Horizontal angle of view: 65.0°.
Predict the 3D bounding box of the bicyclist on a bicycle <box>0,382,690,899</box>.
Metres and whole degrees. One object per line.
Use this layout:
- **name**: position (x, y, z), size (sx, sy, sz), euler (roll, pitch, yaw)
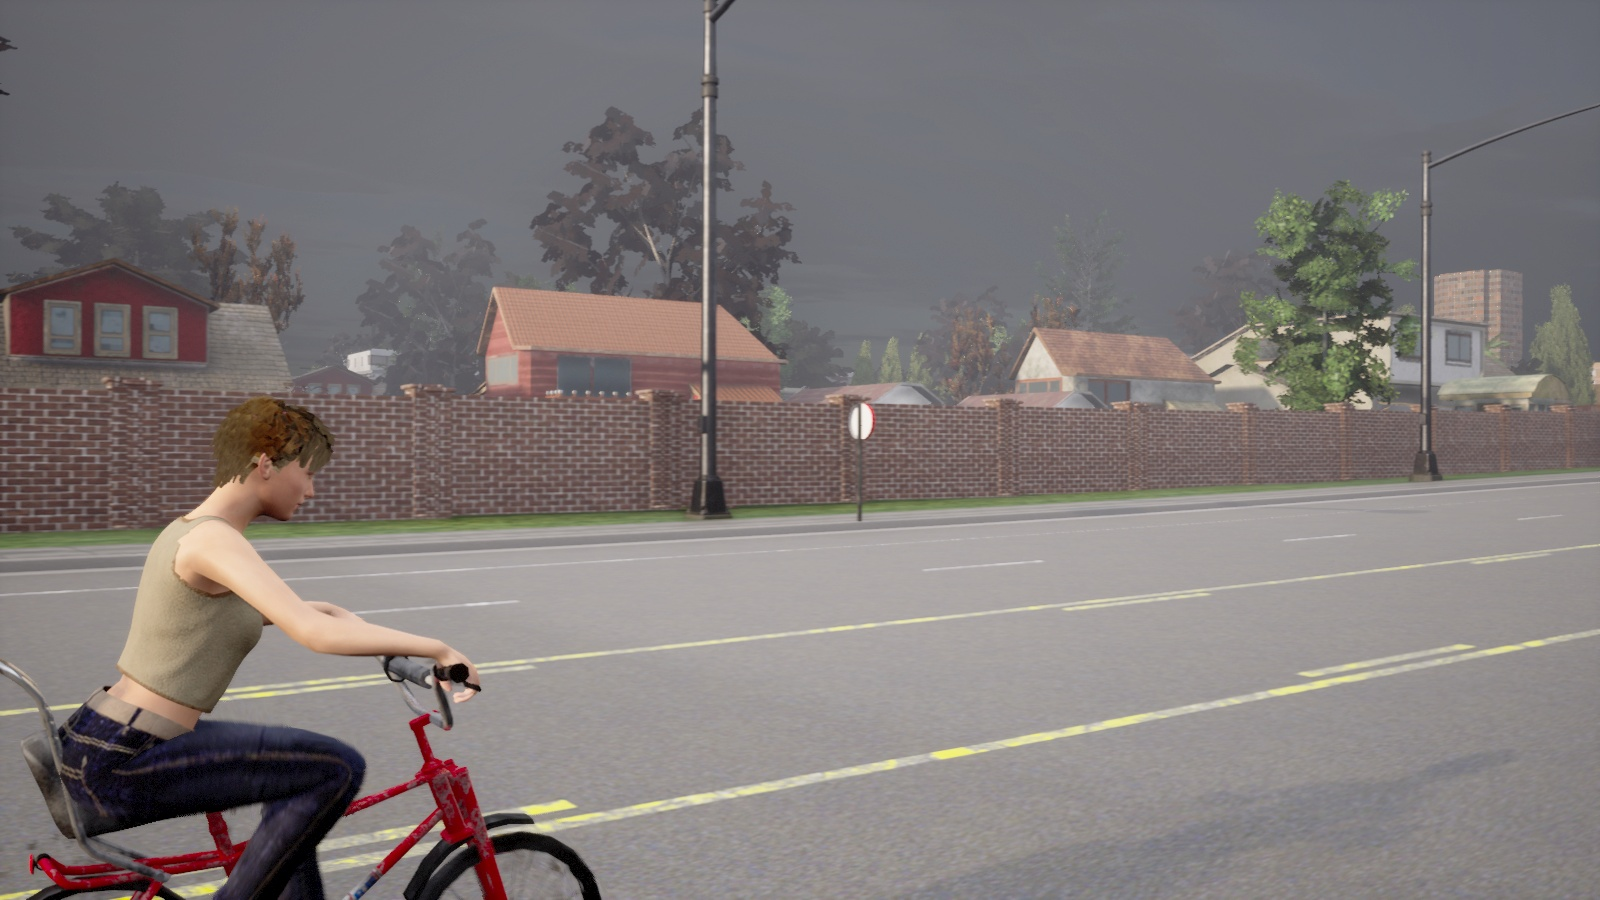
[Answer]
- **bicyclist on a bicycle**: position (-1.125, 0.691, 2.870), size (1.509, 1.612, 0.866), euler (0, 0, -35)
